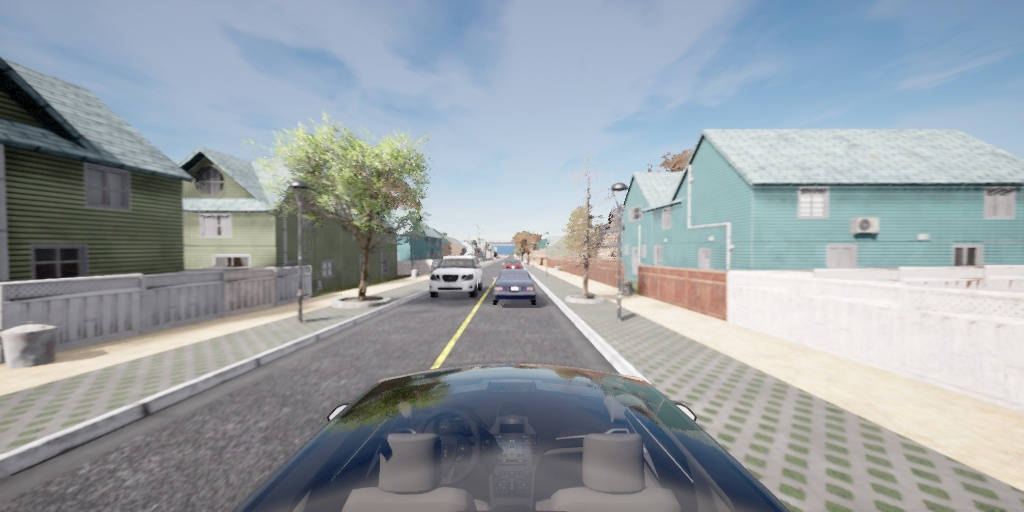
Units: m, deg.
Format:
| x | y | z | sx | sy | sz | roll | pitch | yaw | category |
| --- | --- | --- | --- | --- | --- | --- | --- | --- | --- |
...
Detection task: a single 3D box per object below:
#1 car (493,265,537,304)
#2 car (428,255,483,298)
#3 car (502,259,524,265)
| x | y | z | sx | sy | sz | roll | pitch | yaw | category |
| --- | --- | --- | --- | --- | --- | --- | --- | --- | --- |
| 0.103 | 1.301 | 16.274 | 2.033 | 1.411 | 5.357 | 0 | 0 | 0 | car |
| -2.755 | 0.979 | 18.775 | 2.150 | 2.045 | 5.566 | 0 | 0 | 0 | car |
| 0.106 | 1.112 | 36.205 | 2.097 | 1.767 | 4.553 | 0 | 0 | 0 | car |
